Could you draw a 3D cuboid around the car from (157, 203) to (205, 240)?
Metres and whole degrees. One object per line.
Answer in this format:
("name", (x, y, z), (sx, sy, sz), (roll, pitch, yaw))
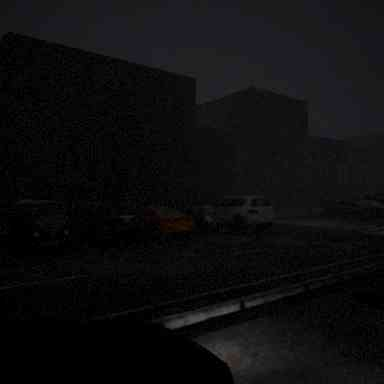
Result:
("car", (-1.823, 1.497, 17.325), (2.097, 1.535, 5.008), (0, 0, -36))

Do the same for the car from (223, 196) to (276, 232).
("car", (2.543, 1.235, 20.488), (2.435, 2.045, 5.566), (0, 0, -36))

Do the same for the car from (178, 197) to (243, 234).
("car", (0.398, 1.366, 18.958), (2.185, 1.767, 4.553), (0, 0, -36))

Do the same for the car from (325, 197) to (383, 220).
("car", (13.795, 1.472, 28.459), (2.163, 1.488, 4.792), (0, 0, -36))

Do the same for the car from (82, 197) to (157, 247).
("car", (-4.189, 1.251, 15.676), (2.435, 2.045, 5.566), (0, 0, -36))

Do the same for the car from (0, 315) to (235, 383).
("car", (-1.827, 1.505, 1.829), (4.892, 1.490, 1.837), (0, 0, -35))

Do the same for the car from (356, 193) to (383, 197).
("car", (18.281, 1.167, 31.667), (2.435, 2.045, 5.566), (0, 0, -36))

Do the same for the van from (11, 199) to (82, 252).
("van", (-6.348, 1.280, 13.955), (1.878, 1.987, 4.442), (0, 0, -36))
